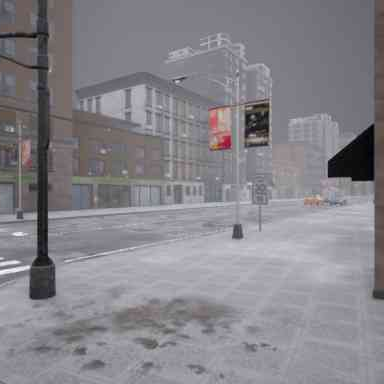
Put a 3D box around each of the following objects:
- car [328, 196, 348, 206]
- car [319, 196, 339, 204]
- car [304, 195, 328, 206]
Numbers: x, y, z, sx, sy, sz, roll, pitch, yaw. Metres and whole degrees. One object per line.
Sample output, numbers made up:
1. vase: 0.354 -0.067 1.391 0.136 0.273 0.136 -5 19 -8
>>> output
1. car: 22.704 1.376 51.482 2.033 1.411 5.357 0 0 34
2. car: 24.864 1.373 60.288 2.033 1.411 5.357 0 0 37
3. car: 19.276 1.181 52.265 2.097 1.767 4.553 0 0 35
